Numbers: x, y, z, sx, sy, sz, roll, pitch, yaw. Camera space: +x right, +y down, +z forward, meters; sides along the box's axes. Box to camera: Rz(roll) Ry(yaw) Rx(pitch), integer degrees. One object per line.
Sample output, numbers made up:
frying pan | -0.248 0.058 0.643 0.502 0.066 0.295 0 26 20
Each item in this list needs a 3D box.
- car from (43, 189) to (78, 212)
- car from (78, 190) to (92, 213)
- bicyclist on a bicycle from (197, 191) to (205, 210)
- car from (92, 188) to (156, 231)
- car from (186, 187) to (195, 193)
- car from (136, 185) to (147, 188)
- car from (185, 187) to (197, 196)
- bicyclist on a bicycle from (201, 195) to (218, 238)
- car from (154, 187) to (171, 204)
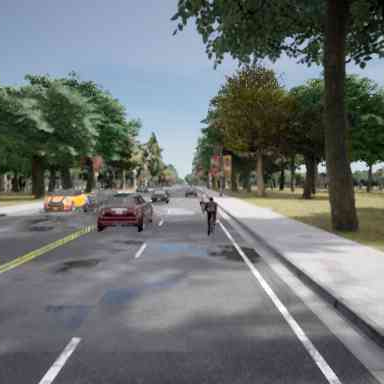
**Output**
car | -9.975 0.575 26.477 2.097 1.767 4.553 0 2 0
car | -6.721 0.606 25.429 2.097 1.767 4.553 0 2 0
bicyclist on a bicycle | 0.797 0.754 23.346 0.866 1.612 1.509 0 2 -1
car | -3.233 0.858 16.841 2.097 1.767 4.553 0 2 0
car | -0.365 -0.524 74.270 1.895 1.301 4.718 0 2 0
car | -10.090 -0.582 67.297 2.097 1.767 4.553 0 1 0
car | -0.170 -0.031 54.574 2.033 1.411 5.357 0 2 0
bicyclist on a bicycle | 0.825 1.043 13.981 0.582 1.620 1.656 0 1 0
car | -3.326 0.482 35.700 1.812 1.442 4.674 0 2 0
